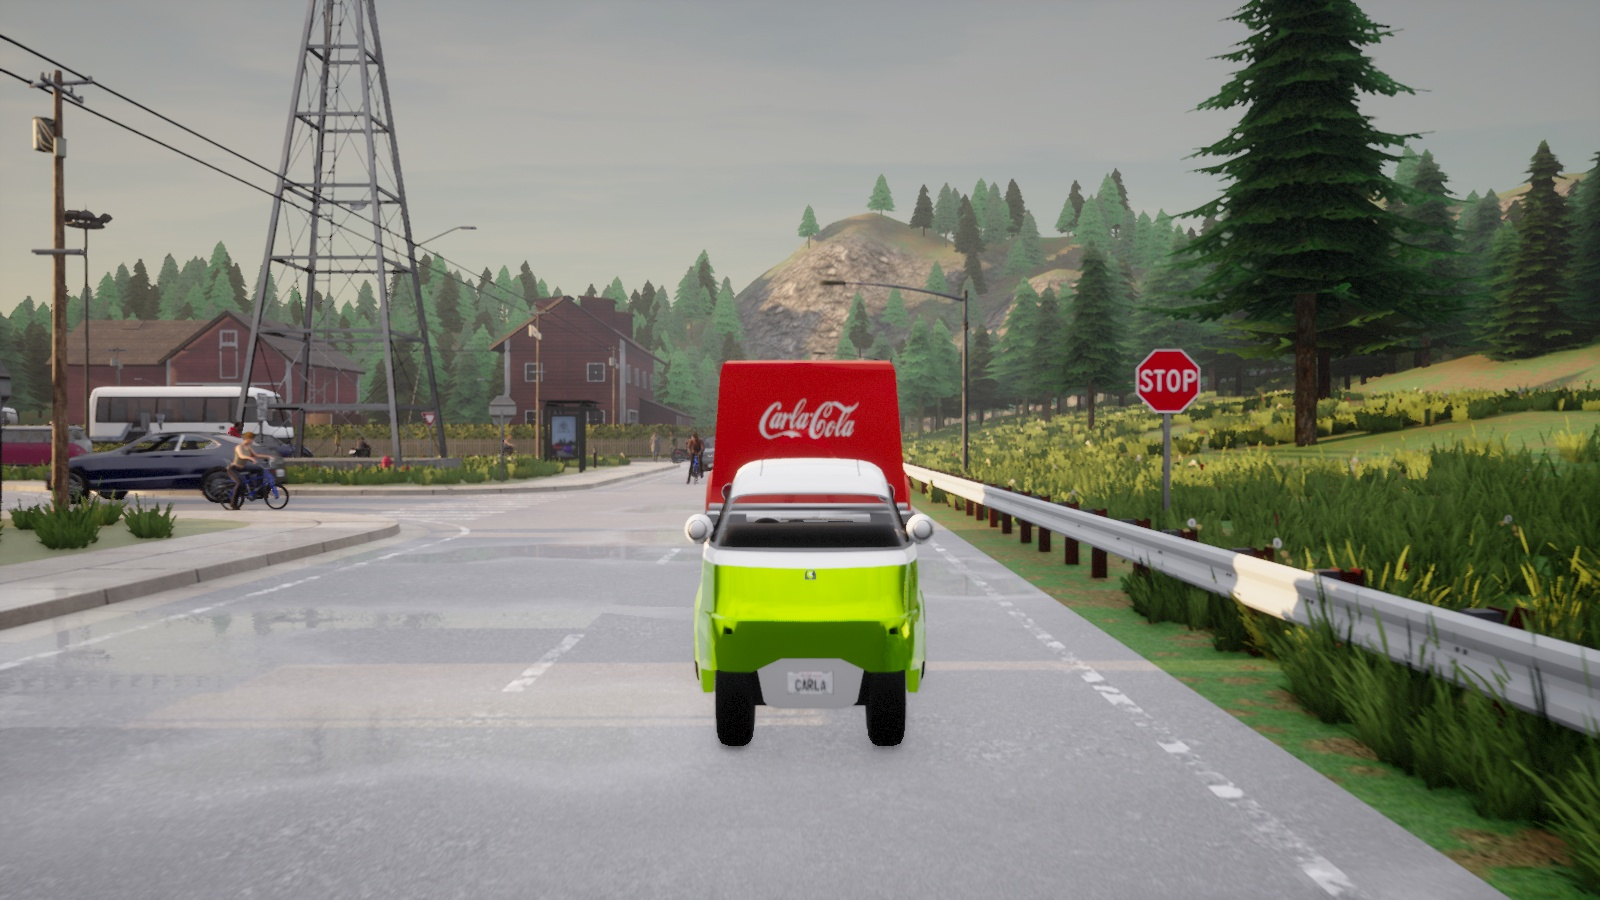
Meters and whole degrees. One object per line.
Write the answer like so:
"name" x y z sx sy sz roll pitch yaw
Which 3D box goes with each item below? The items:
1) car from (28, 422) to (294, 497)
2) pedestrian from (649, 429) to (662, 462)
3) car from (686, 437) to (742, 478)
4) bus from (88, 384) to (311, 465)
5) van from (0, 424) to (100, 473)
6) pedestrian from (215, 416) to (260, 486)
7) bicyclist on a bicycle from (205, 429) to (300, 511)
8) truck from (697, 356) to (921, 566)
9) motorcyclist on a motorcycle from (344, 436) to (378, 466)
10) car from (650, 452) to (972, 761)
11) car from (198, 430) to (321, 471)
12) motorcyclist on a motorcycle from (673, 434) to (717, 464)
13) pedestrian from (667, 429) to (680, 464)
"car" -14.656 0.204 29.046 5.027 1.651 2.152 0 1 -2
"pedestrian" -8.525 -0.256 73.887 0.659 1.952 0.873 0 1 0
"car" -3.217 0.251 47.637 1.845 1.501 3.633 0 1 0
"bus" -32.558 -1.383 68.467 10.273 4.253 3.944 0 1 0
"van" -31.442 -0.073 51.494 4.442 1.987 1.775 0 1 -7
"pedestrian" -14.967 0.034 33.422 0.899 1.844 0.634 0 1 2
"bicyclist on a bicycle" -11.092 0.402 25.480 1.509 1.612 0.866 -1 0 5
"truck" 0.113 0.082 17.352 2.627 2.467 5.204 0 1 0
"motorcyclist on a motorcycle" -22.166 0.037 63.451 0.797 1.523 2.044 0 1 7
"car" 0.054 0.726 6.897 1.481 1.376 2.207 0 1 0
"car" -24.055 -0.009 55.979 2.097 1.767 4.553 1 1 42
"motorcyclist on a motorcycle" -5.779 -0.041 68.993 2.350 1.649 0.766 0 0 -12
"pedestrian" -6.704 -0.175 66.342 0.353 1.847 0.614 1 1 39
